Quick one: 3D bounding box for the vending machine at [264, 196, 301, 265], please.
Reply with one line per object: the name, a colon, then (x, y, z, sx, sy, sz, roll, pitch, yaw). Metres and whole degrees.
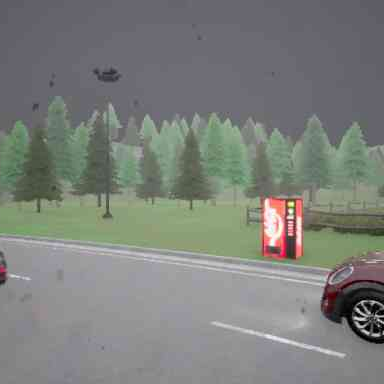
vending machine: (2.982, 1.195, 10.958, 0.880, 2.100, 1.100, 0, 0, 33)

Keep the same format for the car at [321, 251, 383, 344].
car: (4.390, 1.351, 4.926, 4.553, 1.767, 2.097, 0, 0, 36)

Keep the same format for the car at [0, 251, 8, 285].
car: (-6.134, 1.526, 7.557, 4.674, 1.442, 1.812, 0, 0, 30)
